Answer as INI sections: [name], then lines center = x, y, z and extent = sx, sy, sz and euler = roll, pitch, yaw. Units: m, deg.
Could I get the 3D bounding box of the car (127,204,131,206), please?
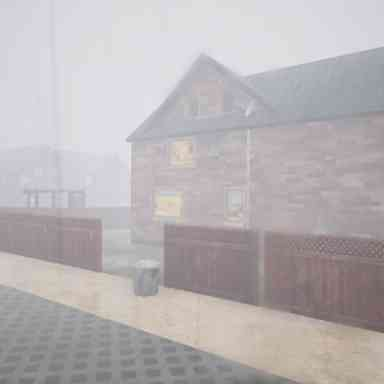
[car]
center = -6.334, 1.986, 38.163
extent = 2.033, 1.411, 5.357
euler = 1, 0, 36
